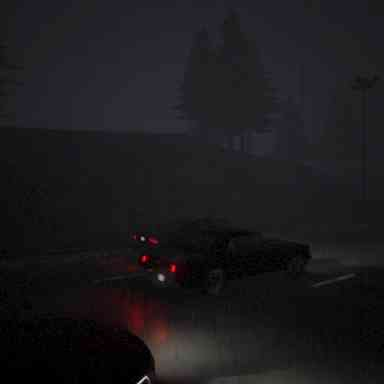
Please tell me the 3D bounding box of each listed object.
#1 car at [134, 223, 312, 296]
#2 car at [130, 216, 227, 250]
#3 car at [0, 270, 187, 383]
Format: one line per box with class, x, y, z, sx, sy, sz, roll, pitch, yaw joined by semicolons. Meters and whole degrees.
car;1.086;1.674;8.885;4.718;1.301;1.895;1;-1;-36
car;0.365;1.647;12.669;5.357;1.411;2.033;1;-1;-36
car;-2.442;1.532;2.126;4.674;1.442;1.812;0;0;-34
